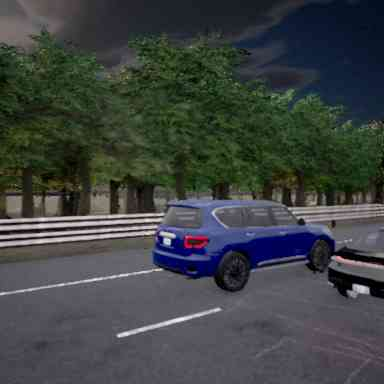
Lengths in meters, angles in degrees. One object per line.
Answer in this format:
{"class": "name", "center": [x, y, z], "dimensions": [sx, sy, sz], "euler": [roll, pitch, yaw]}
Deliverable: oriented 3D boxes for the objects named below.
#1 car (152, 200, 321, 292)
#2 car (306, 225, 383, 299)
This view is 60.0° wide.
{"class": "car", "center": [1.612, 1.235, 9.196], "dimensions": [5.566, 2.045, 2.150], "euler": [0, 0, -36]}
{"class": "car", "center": [4.962, 1.507, 7.288], "dimensions": [4.902, 1.511, 2.128], "euler": [0, 0, -36]}
